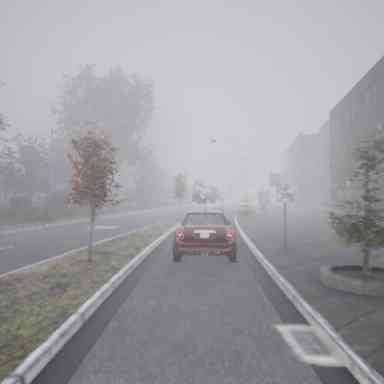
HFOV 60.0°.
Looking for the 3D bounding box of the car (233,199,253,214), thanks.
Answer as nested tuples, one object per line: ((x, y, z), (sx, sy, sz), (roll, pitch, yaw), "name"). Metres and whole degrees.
((6.388, 1.934, 40.631), (2.097, 1.535, 5.008), (-1, -1, 9), "car")

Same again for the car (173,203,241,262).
((0.512, 1.417, 12.640), (2.097, 1.767, 4.553), (0, 0, 3), "car")

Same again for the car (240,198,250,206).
((12.609, 2.421, 78.836), (2.185, 1.767, 4.553), (0, -1, 9), "car")

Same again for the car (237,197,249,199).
((11.725, 2.212, 73.424), (2.435, 2.045, 5.566), (0, -1, 9), "car")

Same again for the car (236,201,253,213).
((7.251, 2.054, 46.061), (2.163, 1.488, 4.792), (0, -1, 9), "car")

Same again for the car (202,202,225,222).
((2.055, 1.764, 30.489), (1.882, 1.535, 5.008), (0, -1, 7), "car")
